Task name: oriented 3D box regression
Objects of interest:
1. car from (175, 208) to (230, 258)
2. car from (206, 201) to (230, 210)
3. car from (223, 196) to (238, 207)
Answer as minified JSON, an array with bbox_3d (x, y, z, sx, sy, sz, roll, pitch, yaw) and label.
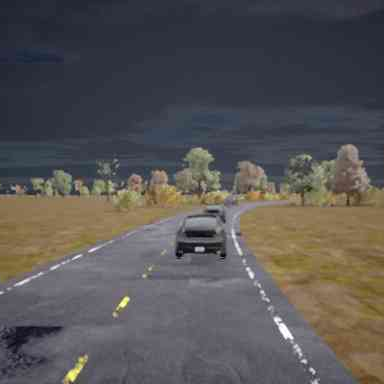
[{"bbox_3d":[0.445,1.639,13.362,1.837,1.490,4.892,0,0,5],"label":"car"},{"bbox_3d":[1.974,1.768,28.171,1.837,1.490,4.892,0,0,9],"label":"car"},{"bbox_3d":[7.616,1.794,65.271,2.150,2.045,5.566,0,0,19],"label":"car"}]
